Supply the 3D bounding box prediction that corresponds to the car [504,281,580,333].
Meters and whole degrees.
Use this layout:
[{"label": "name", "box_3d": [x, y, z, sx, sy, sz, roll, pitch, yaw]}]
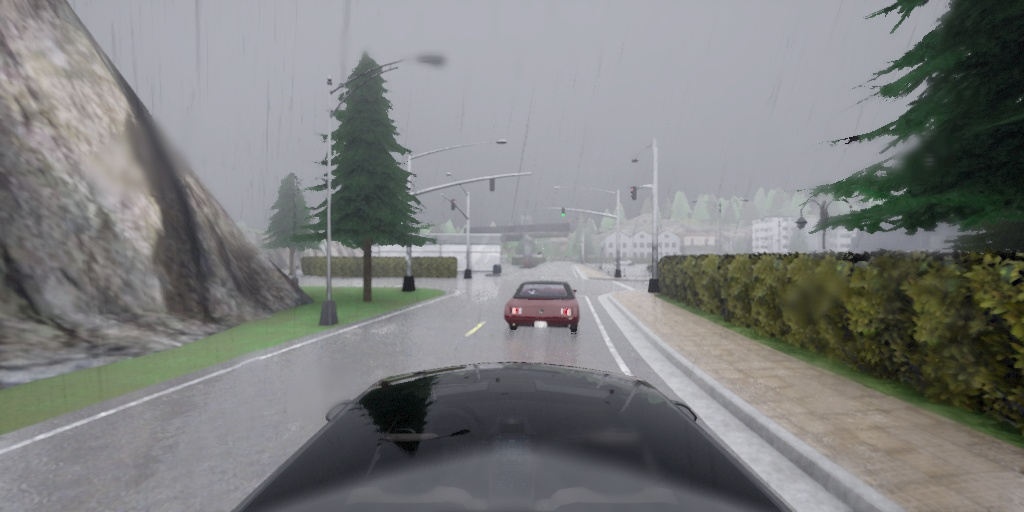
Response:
[{"label": "car", "box_3d": [1.037, 1.398, 10.993, 1.895, 1.301, 4.718, 0, 0, 8]}]
